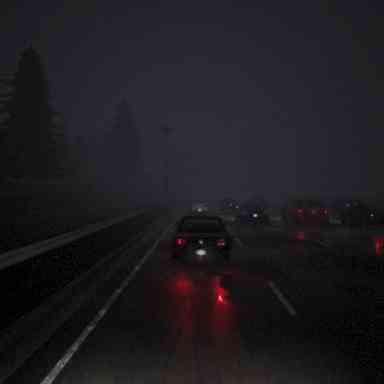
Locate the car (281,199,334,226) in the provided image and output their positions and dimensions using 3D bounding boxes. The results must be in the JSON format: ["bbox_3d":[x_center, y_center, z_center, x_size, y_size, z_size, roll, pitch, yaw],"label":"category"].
[{"bbox_3d":[7.552,1.249,22.670,2.097,1.767,4.553,0,0,1],"label":"car"}]

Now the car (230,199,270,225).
[{"bbox_3d":[4.058,1.449,23.065,1.994,1.385,4.181,0,0,1],"label":"car"}]

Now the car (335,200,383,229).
[{"bbox_3d":[11.014,1.443,20.876,1.812,1.442,4.674,0,0,1],"label":"car"}]

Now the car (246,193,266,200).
[{"bbox_3d":[7.922,1.279,40.501,1.882,1.535,5.008,0,0,1],"label":"car"}]

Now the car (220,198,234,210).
[{"bbox_3d":[4.400,1.362,39.512,1.994,1.385,4.181,0,0,1],"label":"car"}]

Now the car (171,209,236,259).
[{"bbox_3d":[0.335,1.534,12.327,1.895,1.301,4.718,0,0,1],"label":"car"}]

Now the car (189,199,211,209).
[{"bbox_3d":[0.740,1.354,31.788,1.812,1.442,4.674,0,0,1],"label":"car"}]

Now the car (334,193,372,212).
[{"bbox_3d":[14.741,1.221,31.707,2.097,1.767,4.553,0,0,1],"label":"car"}]
